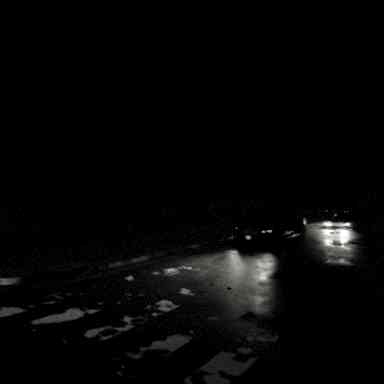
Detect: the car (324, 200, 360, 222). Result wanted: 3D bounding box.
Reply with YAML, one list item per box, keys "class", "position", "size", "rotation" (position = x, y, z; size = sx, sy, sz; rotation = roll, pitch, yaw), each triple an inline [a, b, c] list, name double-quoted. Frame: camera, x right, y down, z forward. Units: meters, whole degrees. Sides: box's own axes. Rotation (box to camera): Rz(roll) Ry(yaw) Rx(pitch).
- class: "car"
  position: [12.031, 1.431, 26.510]
  size: [2.128, 1.511, 4.902]
  rotation: [1, 1, 36]

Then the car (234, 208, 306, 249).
- class: "car"
  position: [3.608, 1.490, 14.868]
  size: [2.128, 1.511, 4.902]
  rotation: [1, 1, 36]
